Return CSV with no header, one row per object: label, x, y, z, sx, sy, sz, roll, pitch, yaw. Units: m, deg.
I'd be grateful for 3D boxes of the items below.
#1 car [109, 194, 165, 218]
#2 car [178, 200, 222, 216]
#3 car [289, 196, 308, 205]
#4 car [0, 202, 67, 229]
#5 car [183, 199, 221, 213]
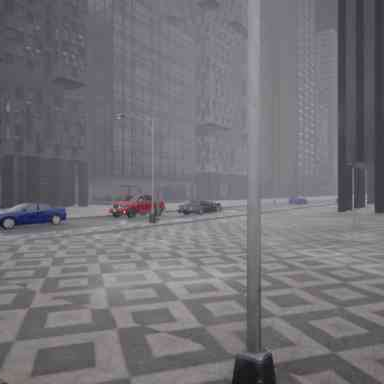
car,-4.779,1.189,29.835,2.150,2.045,5.566,0,0,36
car,0.855,1.508,32.122,2.033,1.411,5.357,0,0,36
car,17.647,1.401,55.079,1.882,1.535,5.008,0,0,36
car,-10.714,1.459,21.719,1.882,1.535,5.008,0,0,36
car,1.215,1.555,38.021,1.895,1.301,4.718,0,0,36
